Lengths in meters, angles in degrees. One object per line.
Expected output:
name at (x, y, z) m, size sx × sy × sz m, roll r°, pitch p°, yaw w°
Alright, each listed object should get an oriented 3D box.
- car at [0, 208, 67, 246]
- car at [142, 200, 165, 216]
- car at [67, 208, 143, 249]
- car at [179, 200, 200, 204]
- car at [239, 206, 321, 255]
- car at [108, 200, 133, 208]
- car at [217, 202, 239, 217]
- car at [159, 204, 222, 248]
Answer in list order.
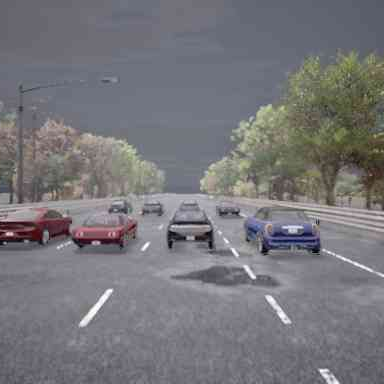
car at (-7.082, 1.481, 15.395) m, size 1.882 × 1.535 × 5.008 m, roll 0°, pitch 0°, yaw 0°
car at (-3.718, 1.491, 32.472) m, size 2.128 × 1.511 × 4.902 m, roll 0°, pitch 0°, yaw 0°
car at (-3.575, 1.601, 14.584) m, size 1.895 × 1.301 × 4.718 m, roll 0°, pitch 0°, yaw 0°
car at (-0.219, 1.489, 32.533) m, size 2.128 × 1.511 × 4.902 m, roll 0°, pitch 0°, yaw 0°
car at (3.435, 1.347, 13.502) m, size 2.097 × 1.767 × 4.553 m, roll 0°, pitch 0°, yaw 0°
car at (-7.228, 1.528, 33.671) m, size 1.812 × 1.442 × 4.674 m, roll 0°, pitch 0°, yaw 0°
car at (3.291, 1.595, 31.342) m, size 1.895 × 1.301 × 4.718 m, roll 0°, pitch 0°, yaw 0°
car at (-0.074, 1.489, 14.716) m, size 2.128 × 1.511 × 4.902 m, roll 0°, pitch 0°, yaw 0°
